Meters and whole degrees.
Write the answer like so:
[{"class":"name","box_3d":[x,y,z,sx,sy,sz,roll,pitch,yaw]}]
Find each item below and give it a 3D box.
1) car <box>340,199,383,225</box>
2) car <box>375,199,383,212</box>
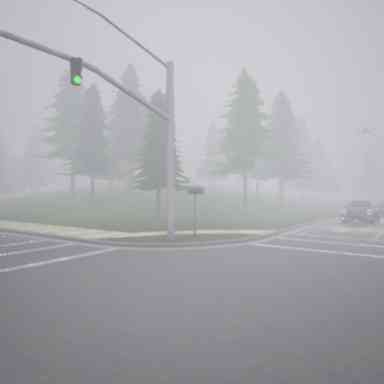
[{"class":"car","box_3d":[12.287,1.363,24.221,2.097,1.767,4.553,0,0,35]},{"class":"car","box_3d":[23.612,1.559,40.321,2.033,1.411,5.357,0,0,35]}]
